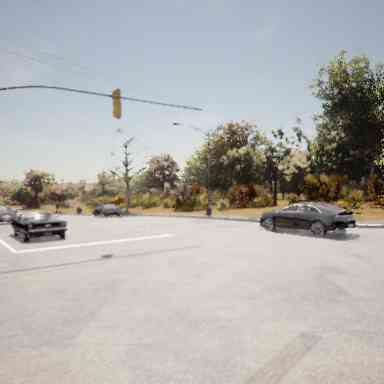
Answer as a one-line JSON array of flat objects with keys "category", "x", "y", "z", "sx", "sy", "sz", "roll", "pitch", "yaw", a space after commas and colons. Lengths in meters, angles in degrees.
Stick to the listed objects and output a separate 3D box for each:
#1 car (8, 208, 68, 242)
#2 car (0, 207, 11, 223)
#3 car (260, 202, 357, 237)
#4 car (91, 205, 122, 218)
[{"category": "car", "x": -7.843, "y": 1.655, "z": 16.979, "sx": 1.895, "sy": 1.301, "sz": 4.718, "roll": -1, "pitch": -1, "yaw": -36}, {"category": "car", "x": -16.466, "y": 2.089, "z": 29.021, "sx": 2.128, "sy": 1.511, "sz": 4.902, "roll": -1, "pitch": -2, "yaw": -36}, {"category": "car", "x": 5.536, "y": 1.264, "z": 16.501, "sx": 2.128, "sy": 1.511, "sz": 4.902, "roll": -1, "pitch": 0, "yaw": -36}, {"category": "car", "x": -9.776, "y": 2.140, "z": 37.880, "sx": 2.033, "sy": 1.411, "sz": 5.357, "roll": -1, "pitch": -2, "yaw": -36}]
